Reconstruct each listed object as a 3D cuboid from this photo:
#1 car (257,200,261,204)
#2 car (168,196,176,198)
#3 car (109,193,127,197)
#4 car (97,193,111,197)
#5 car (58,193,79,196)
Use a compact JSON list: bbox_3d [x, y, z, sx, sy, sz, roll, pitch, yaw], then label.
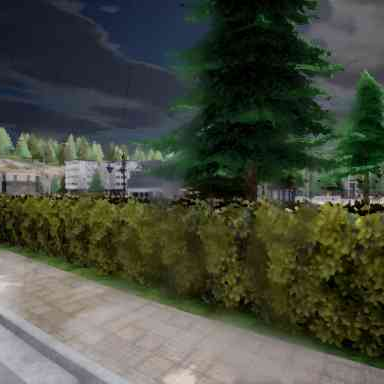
[{"bbox_3d":[9.633,1.352,44.218,2.097,1.767,4.553,0,0,43],"label":"car"},{"bbox_3d":[-3.312,1.374,56.078,1.845,1.501,3.633,0,0,43],"label":"car"},{"bbox_3d":[-10.580,1.384,52.743,1.970,1.475,3.806,0,0,43],"label":"car"},{"bbox_3d":[-16.705,1.097,68.962,1.932,1.855,4.605,0,0,43],"label":"car"},{"bbox_3d":[-28.384,1.154,79.464,2.152,1.636,5.027,0,0,43],"label":"car"}]
